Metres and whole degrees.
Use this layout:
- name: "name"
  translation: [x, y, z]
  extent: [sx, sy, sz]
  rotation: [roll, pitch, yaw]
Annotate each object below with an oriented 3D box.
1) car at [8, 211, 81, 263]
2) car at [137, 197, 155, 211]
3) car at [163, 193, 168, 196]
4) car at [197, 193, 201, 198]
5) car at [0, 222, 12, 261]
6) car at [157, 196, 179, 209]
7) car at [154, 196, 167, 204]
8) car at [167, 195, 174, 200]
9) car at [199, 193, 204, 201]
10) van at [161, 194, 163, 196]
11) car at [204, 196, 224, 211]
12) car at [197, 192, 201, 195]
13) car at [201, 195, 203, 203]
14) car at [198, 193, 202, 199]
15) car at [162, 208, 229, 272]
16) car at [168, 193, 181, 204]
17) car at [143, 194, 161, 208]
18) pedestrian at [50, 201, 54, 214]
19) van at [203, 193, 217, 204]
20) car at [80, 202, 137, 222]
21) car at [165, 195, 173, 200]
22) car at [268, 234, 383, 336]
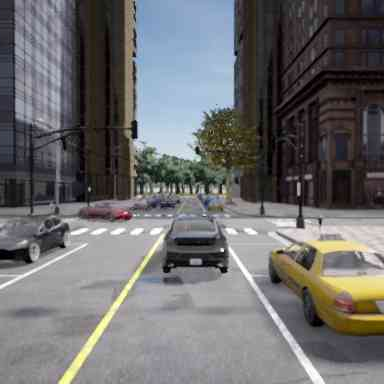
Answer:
- name: "car"
  translation: [-5.773, 1.561, 11.871]
  extent: [1.947, 1.339, 4.313]
  rotation: [-1, 0, 0]
- name: "car"
  translation: [-5.775, 1.541, 38.842]
  extent: [1.802, 1.307, 4.206]
  rotation: [-1, 0, 0]
- name: "car"
  translation: [-5.780, 1.233, 55.881]
  extent: [2.192, 1.841, 5.009]
  rotation: [-1, 0, 0]
- name: "car"
  translation: [2.746, 1.415, 72.927]
  extent: [2.008, 1.369, 4.403]
  rotation: [-1, 0, 0]
- name: "car"
  translation: [-5.773, 1.549, 6.492]
  extent: [2.008, 1.369, 4.403]
  rotation: [-1, 0, 0]
- name: "car"
  translation: [-3.096, 1.550, 43.373]
  extent: [1.895, 1.301, 4.718]
  rotation: [0, 0, 0]
- name: "car"
  translation: [-5.778, 1.452, 61.561]
  extent: [2.008, 1.369, 4.403]
  rotation: [-1, 0, 0]
- name: "car"
  translation: [-5.781, 1.388, 89.959]
  extent: [1.802, 1.307, 4.206]
  rotation: [0, 0, 0]
- name: "car"
  translation: [2.747, 1.426, 61.739]
  extent: [1.752, 1.417, 4.829]
  rotation: [-1, 0, 0]
- name: "van"
  translation: [-5.779, 1.275, 50.202]
  extent: [1.690, 1.788, 3.998]
  rotation: [-1, 0, 0]
- name: "car"
  translation: [2.749, 1.484, 39.021]
  extent: [1.752, 1.417, 4.829]
  rotation: [-1, 0, 0]
- name: "car"
  translation: [2.743, 1.160, 78.606]
  extent: [2.192, 1.841, 5.009]
  rotation: [-1, 0, 0]
- name: "car"
  translation: [2.748, 1.499, 50.211]
  extent: [1.947, 1.339, 4.313]
  rotation: [-1, 0, 0]
- name: "car"
  translation: [2.746, 1.428, 67.248]
  extent: [1.887, 1.381, 4.507]
  rotation: [-1, 0, 0]
- name: "car"
  translation: [0.092, 1.500, 10.764]
  extent: [1.837, 1.490, 4.892]
  rotation: [0, 0, 0]
- name: "car"
  translation: [-3.044, 1.408, 60.949]
  extent: [1.837, 1.490, 4.892]
  rotation: [0, 0, 0]
- name: "car"
  translation: [-5.779, 1.262, 44.521]
  extent: [2.192, 1.841, 5.009]
  rotation: [-1, 0, 0]
- name: "pedestrian"
  translation: [-12.527, 1.356, 29.674]
  extent: [0.500, 1.100, 0.500]
  rotation: [0, 0, 0]
- name: "van"
  translation: [2.747, 1.288, 44.531]
  extent: [1.690, 1.788, 3.998]
  rotation: [-1, 0, 0]
- name: "car"
  translation: [-6.717, 1.498, 25.599]
  extent: [4.181, 1.385, 1.994]
  rotation: [1, 0, 28]
- name: "car"
  translation: [-5.781, 1.371, 84.279]
  extent: [1.887, 1.381, 4.507]
  rotation: [0, 0, 0]
- name: "car"
  translation: [2.753, 1.523, 6.838]
  extent: [1.752, 1.417, 4.829]
  rotation: [-1, 0, 0]
